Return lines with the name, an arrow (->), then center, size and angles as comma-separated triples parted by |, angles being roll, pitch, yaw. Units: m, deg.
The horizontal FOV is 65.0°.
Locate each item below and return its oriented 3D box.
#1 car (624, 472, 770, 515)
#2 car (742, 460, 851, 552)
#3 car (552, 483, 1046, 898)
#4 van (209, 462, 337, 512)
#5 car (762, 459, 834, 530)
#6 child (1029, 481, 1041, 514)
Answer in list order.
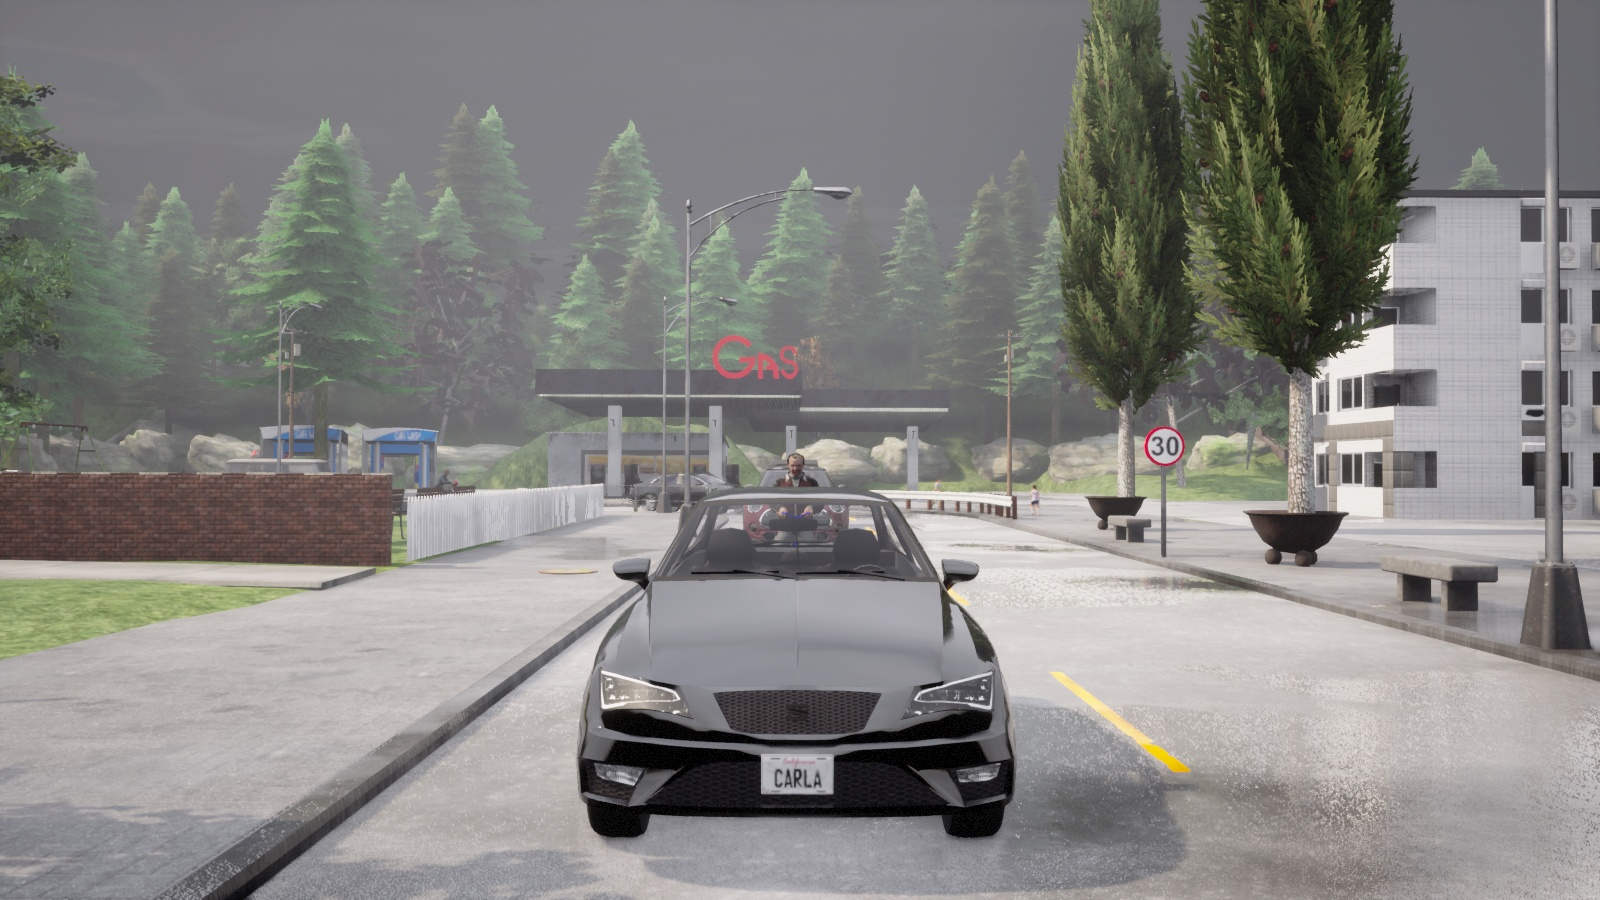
car -> -3.743, 1.552, 45.605 | 4.902, 1.511, 2.128 | -1, -1, 26
car -> -0.074, 1.115, 26.365 | 2.097, 1.767, 4.553 | 0, -1, 0
car -> -0.018, 0.941, 6.728 | 1.816, 1.474, 4.193 | 0, -1, 0
van -> -21.467, 1.512, 51.251 | 4.442, 1.987, 1.775 | 0, -1, 0
car -> -0.104, 1.200, 35.410 | 1.905, 1.878, 3.866 | 0, 0, -1
child -> 7.819, 1.572, 41.750 | 0.255, 1.110, 0.394 | 0, -1, -11
